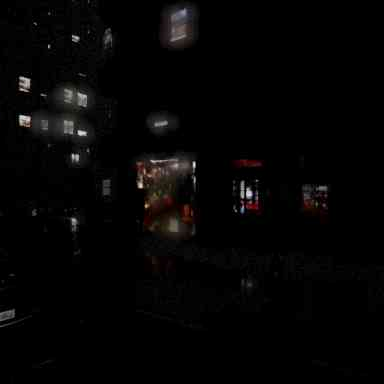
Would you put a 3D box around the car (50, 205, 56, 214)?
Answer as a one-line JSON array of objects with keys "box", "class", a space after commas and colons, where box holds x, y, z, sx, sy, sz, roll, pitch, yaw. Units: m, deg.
[{"box": [-10.904, 1.250, 30.513, 1.752, 1.417, 4.829, 1, 1, 35], "class": "car"}]

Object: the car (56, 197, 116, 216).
[{"box": [-8.847, 1.231, 28.953, 1.837, 1.490, 4.892, 0, 1, 35], "class": "car"}]

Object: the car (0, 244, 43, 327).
[{"box": [-4.463, 1.551, 6.069, 4.403, 1.369, 2.008, 0, 0, 36], "class": "car"}]

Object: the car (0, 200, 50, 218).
[{"box": [-13.999, 1.350, 26.092, 2.008, 1.369, 4.403, 1, 1, 35], "class": "car"}]
